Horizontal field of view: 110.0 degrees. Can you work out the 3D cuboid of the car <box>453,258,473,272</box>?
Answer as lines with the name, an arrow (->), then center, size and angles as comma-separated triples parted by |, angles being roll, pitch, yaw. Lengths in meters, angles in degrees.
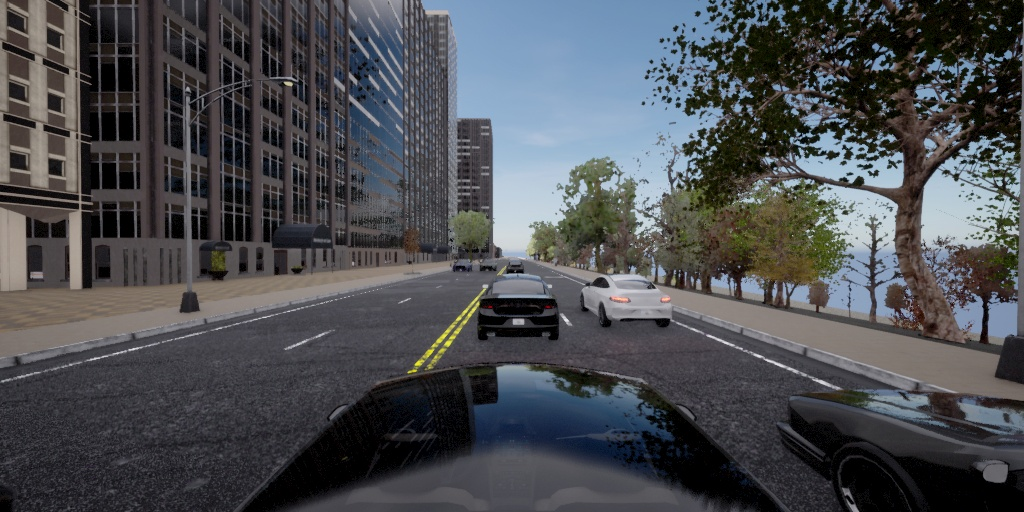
car -> -6.208, 1.101, 45.596 | 2.097, 1.767, 4.553 | 0, 0, 0

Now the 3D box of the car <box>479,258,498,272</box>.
car -> -2.958, 1.110, 45.575 | 2.097, 1.767, 4.553 | 0, 0, 0

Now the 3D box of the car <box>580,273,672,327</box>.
car -> 3.412, 1.274, 11.360 | 1.812, 1.442, 4.674 | 0, 0, 0

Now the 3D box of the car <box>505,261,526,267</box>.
car -> 0.337, 1.251, 37.324 | 1.837, 1.490, 4.892 | 0, 0, 0

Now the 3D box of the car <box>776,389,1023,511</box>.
car -> 3.343, 1.298, 0.789 | 2.033, 1.411, 5.357 | 0, 0, 0

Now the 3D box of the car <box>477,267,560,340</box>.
car -> 0.155, 1.227, 9.979 | 1.882, 1.535, 5.008 | 0, 0, 0
